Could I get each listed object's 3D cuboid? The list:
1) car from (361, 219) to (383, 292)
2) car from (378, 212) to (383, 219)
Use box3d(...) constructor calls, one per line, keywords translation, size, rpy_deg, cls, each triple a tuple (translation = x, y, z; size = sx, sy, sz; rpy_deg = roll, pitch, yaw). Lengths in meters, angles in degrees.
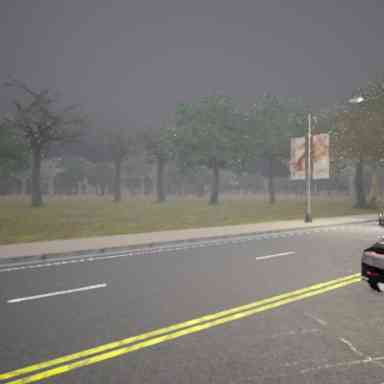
box3d(translation=(5.783, 1.464, 7.609), size=(4.902, 1.511, 2.128), rpy_deg=(0, 0, -36), cls="car")
box3d(translation=(14.114, 1.475, 21.873), size=(4.674, 1.442, 1.812), rpy_deg=(0, 0, -36), cls="car")
